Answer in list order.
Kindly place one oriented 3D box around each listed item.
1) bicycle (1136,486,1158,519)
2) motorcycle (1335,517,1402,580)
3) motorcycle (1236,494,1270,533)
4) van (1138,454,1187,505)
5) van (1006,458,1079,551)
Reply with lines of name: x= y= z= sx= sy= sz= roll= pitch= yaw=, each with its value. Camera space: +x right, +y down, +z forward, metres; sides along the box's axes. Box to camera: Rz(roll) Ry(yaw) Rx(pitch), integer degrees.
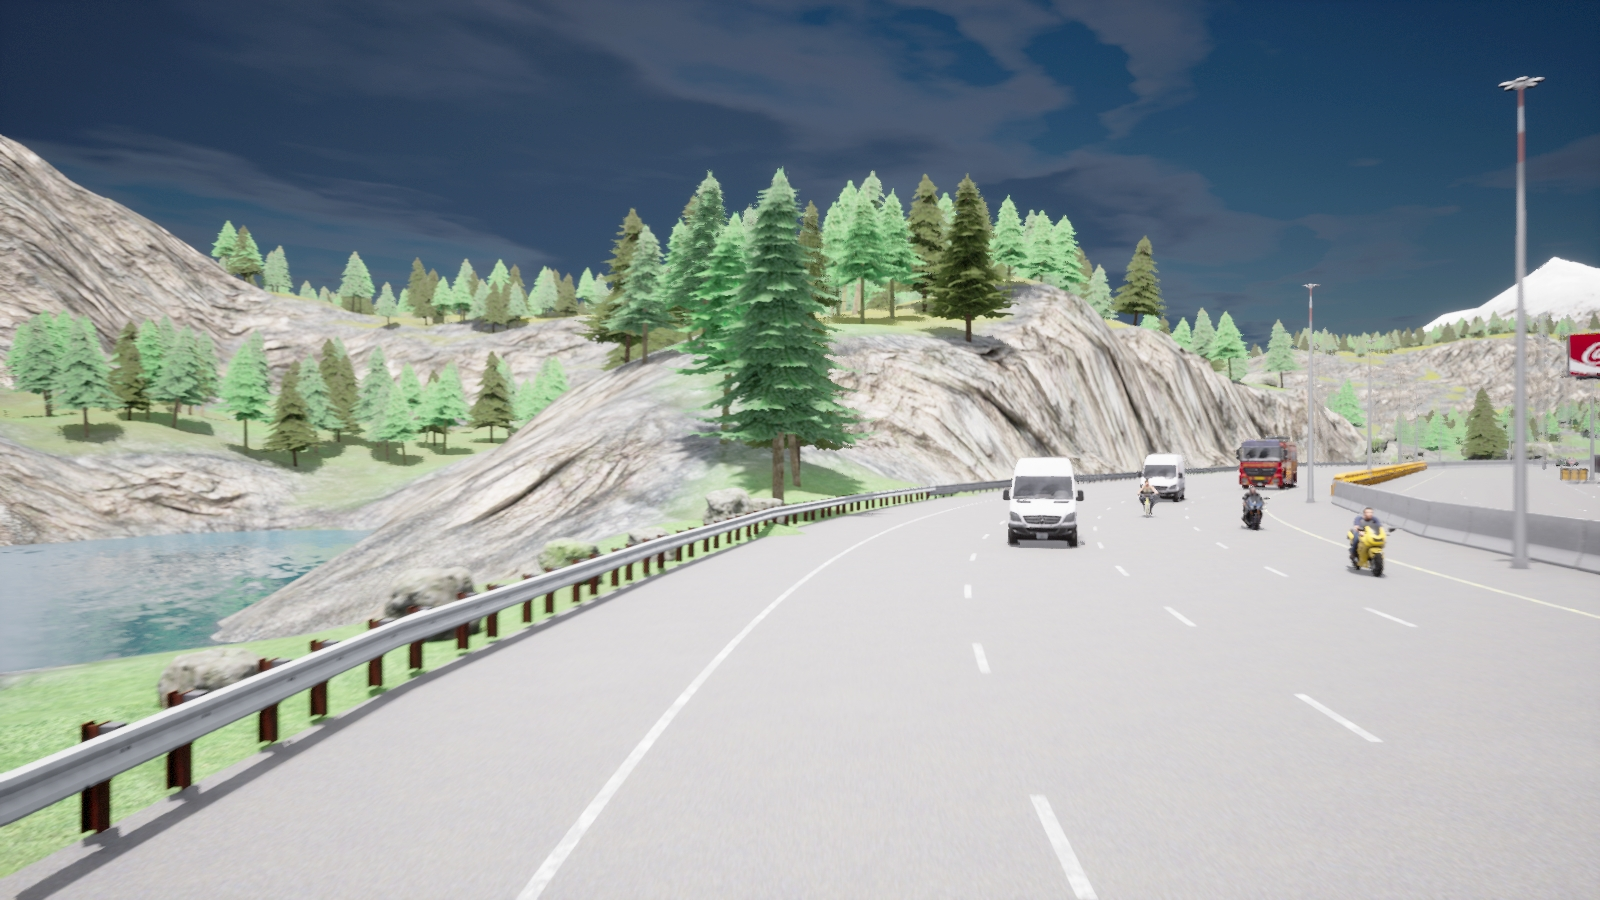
bicycle: x=14.328 y=2.168 z=47.149 sx=0.859 sy=1.295 sz=1.487 roll=0 pitch=0 yaw=17
motorcycle: x=12.791 y=2.194 z=25.776 sx=0.803 sy=1.217 sz=2.033 roll=0 pitch=0 yaw=10
motorcycle: x=15.975 y=2.226 z=40.329 sx=0.867 sy=1.251 sz=2.209 roll=0 pitch=0 yaw=15
van: x=20.016 y=1.558 z=62.955 sx=1.988 sy=2.561 sz=5.915 roll=0 pitch=1 yaw=23
van: x=7.479 y=1.544 z=34.986 sx=1.988 sy=2.561 sz=5.915 roll=0 pitch=0 yaw=13
